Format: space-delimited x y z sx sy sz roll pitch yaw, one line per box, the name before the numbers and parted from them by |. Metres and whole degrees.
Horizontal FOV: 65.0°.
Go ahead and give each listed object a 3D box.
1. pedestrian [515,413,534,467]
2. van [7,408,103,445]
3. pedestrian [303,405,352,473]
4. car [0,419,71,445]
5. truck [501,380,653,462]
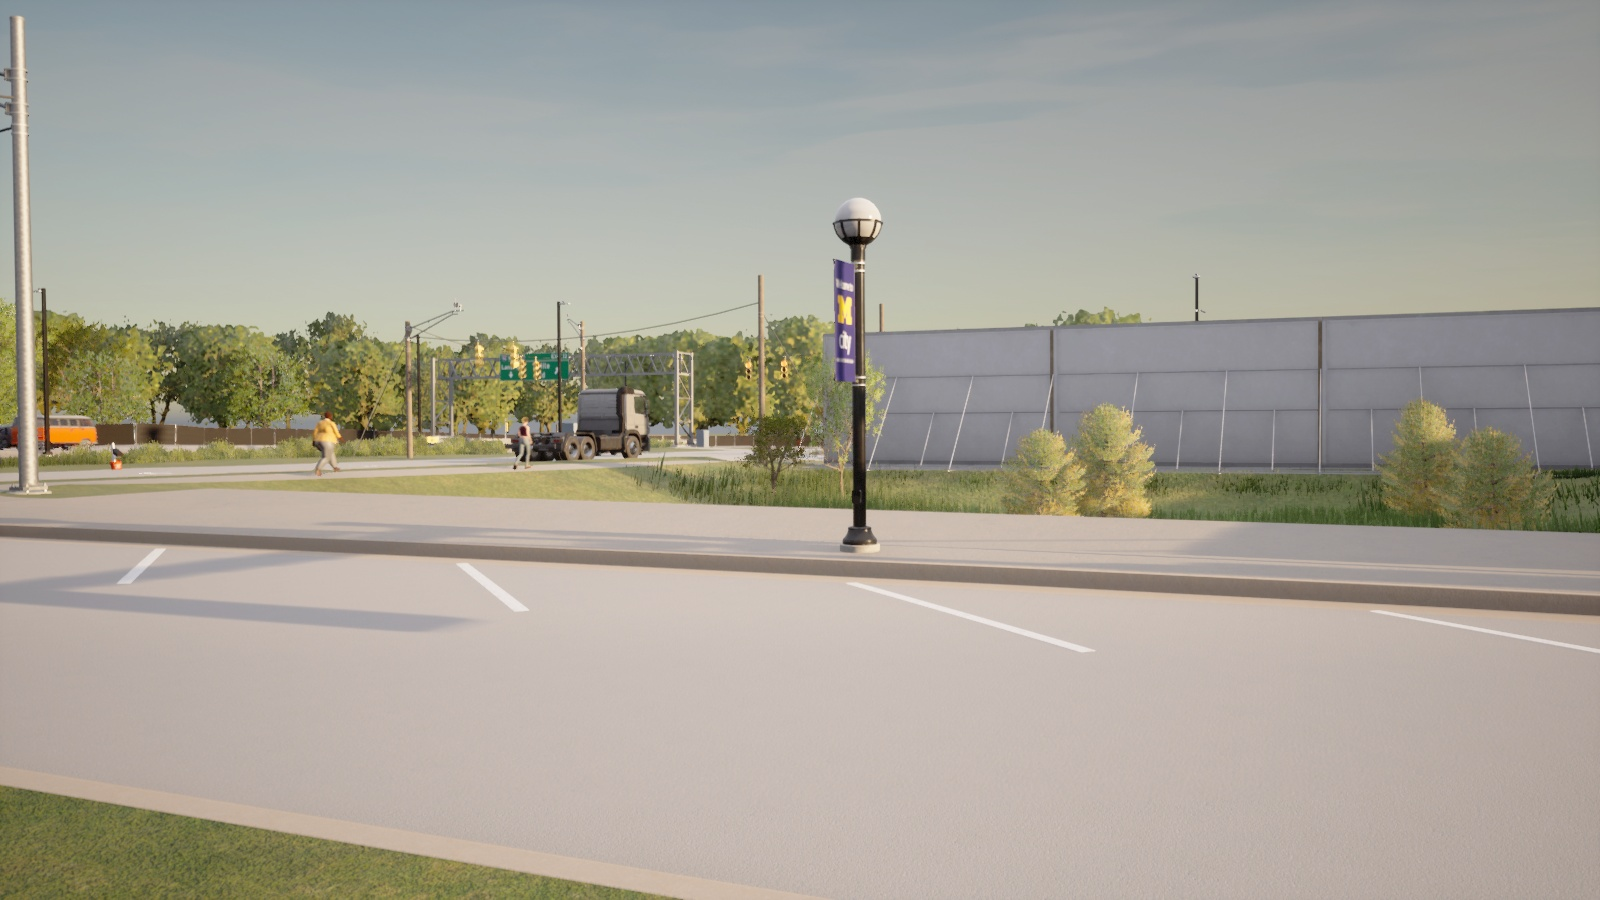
pedestrian | -9.476 -0.347 43.262 0.345 1.836 0.594 1 2 23
van | -41.964 -1.293 70.839 1.775 1.987 4.442 1 0 23
pedestrian | -13.125 -0.323 34.913 0.874 1.855 0.900 1 2 23
car | -45.152 -1.037 72.298 2.033 1.411 5.357 1 0 23
truck | -9.985 -1.294 57.264 2.891 3.462 7.936 1 1 24
